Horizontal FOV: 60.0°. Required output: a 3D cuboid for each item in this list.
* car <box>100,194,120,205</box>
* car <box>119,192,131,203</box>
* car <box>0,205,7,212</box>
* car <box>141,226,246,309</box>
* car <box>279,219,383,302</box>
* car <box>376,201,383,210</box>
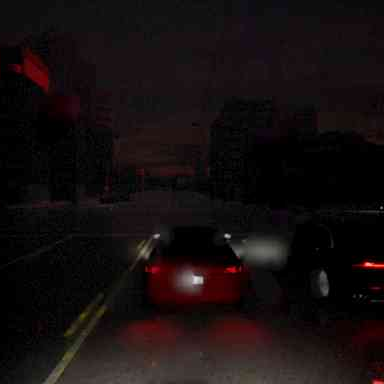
[{"bbox_3d":[-12.618,1.258,50.603,1.895,1.301,4.718,0,0,-3],"label":"car"},{"bbox_3d":[-13.450,1.034,65.888,2.150,2.045,5.566,0,0,-3],"label":"car"},{"bbox_3d":[-18.077,1.302,27.395,4.718,1.301,1.895,0,1,0],"label":"car"},{"bbox_3d":[0.009,1.475,7.772,1.994,1.385,4.181,0,1,-1],"label":"car"},{"bbox_3d":[3.505,1.413,7.999,1.837,1.490,4.892,0,1,0],"label":"car"},{"bbox_3d":[19.027,0.918,29.048,5.357,1.411,2.033,-1,1,-6],"label":"car"}]
